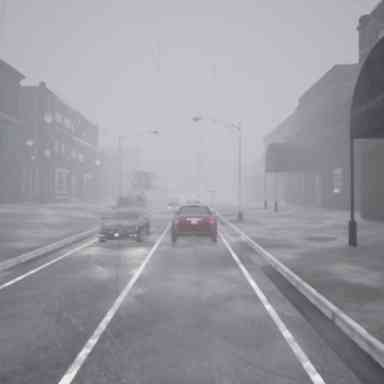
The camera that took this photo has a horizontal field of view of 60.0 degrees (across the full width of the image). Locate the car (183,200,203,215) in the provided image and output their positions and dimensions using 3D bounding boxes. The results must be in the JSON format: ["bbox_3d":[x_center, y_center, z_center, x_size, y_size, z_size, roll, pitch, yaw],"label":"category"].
[{"bbox_3d":[0.097,1.605,35.365,2.033,1.411,5.357,0,0,0],"label":"car"}]

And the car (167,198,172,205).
[{"bbox_3d":[-3.056,1.671,56.106,2.033,1.411,5.357,0,1,0],"label":"car"}]

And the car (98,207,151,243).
[{"bbox_3d":[-3.100,1.510,16.107,1.837,1.490,4.892,0,0,0],"label":"car"}]

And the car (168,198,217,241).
[{"bbox_3d":[0.099,1.359,16.799,2.097,1.767,4.553,0,0,0],"label":"car"}]
